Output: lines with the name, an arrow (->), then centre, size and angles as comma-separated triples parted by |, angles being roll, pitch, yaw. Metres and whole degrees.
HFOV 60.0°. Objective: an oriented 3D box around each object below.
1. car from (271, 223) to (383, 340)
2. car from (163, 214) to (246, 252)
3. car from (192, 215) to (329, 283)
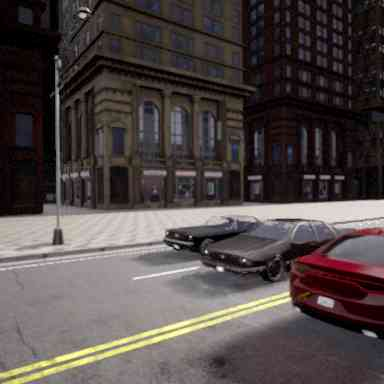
car -> 3.952, 1.421, 6.258 | 5.008, 1.535, 1.882 | -1, 0, -35
car -> 1.281, 1.532, 12.583 | 4.718, 1.301, 1.895 | -1, 0, -35
car -> 2.852, 1.481, 9.709 | 5.357, 1.411, 2.033 | -1, 0, -36
